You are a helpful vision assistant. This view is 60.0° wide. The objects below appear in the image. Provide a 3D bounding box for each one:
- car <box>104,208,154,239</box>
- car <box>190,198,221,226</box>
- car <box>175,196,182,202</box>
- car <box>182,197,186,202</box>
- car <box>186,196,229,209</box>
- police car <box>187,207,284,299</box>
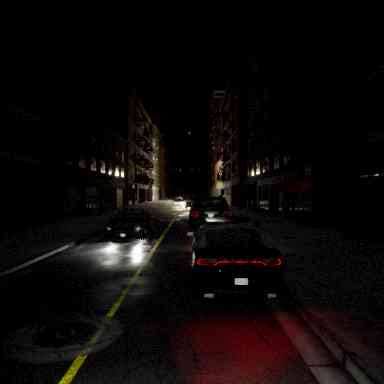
[{"bbox_3d":[-3.098,1.553,17.544,2.033,1.411,5.357,0,0,0],"label":"car"},{"bbox_3d":[0.904,1.361,24.504,2.097,1.767,4.553,0,0,0],"label":"car"},{"bbox_3d":[-2.984,1.666,76.445,1.895,1.301,4.718,0,0,0],"label":"car"},{"bbox_3d":[0.032,1.577,46.862,2.033,1.411,5.357,0,0,1],"label":"car"},{"bbox_3d":[0.904,1.231,18.565,2.150,2.045,5.566,0,0,0],"label":"car"},{"bbox_3d":[0.901,1.427,8.644,1.930,1.638,5.238,0,0,0],"label":"police car"}]
